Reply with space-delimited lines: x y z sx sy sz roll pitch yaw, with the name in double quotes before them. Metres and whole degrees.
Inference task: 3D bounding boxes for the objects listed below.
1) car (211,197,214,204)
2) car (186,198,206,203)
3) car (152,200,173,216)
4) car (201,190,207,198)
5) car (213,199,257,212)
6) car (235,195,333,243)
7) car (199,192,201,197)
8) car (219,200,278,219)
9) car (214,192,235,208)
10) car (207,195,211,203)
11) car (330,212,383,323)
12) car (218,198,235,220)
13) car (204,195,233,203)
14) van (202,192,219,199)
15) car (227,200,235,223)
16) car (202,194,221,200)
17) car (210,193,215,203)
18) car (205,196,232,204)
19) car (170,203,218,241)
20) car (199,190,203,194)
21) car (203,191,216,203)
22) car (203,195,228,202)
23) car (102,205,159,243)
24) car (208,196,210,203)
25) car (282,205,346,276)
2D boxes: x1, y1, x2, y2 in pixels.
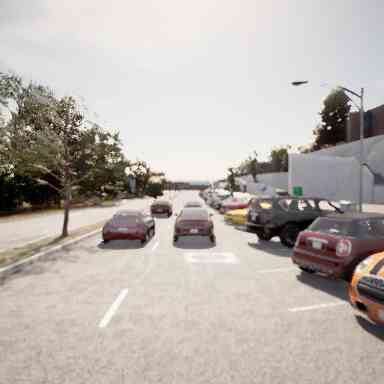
"car" 5.060 1.527 35.860 5.008 1.535 2.097 1 -1 -20
"car" 0.091 1.548 31.823 1.812 1.442 4.674 0 0 0
"car" -2.908 1.502 32.351 1.882 1.535 5.008 0 0 0
"car" 5.041 1.250 59.864 5.566 2.045 2.435 1 1 -20
"car" 5.069 1.578 38.860 4.674 1.452 2.002 1 0 -20
"car" 5.096 1.213 14.871 5.566 2.045 2.435 1 0 -20
"car" 5.036 1.268 83.887 4.792 1.488 2.163 1 1 -20
"car" 5.041 1.529 29.843 4.792 1.488 2.163 1 0 -20
"car" 5.047 1.238 26.841 5.566 2.045 2.435 1 0 -20
"car" 5.091 1.579 47.885 4.792 1.488 2.163 1 0 -20
"car" 5.103 1.347 5.858 4.553 1.767 2.185 1 0 -20
"car" 4.894 1.473 23.788 5.366 1.575 1.946 1 0 -20
"car" 5.235 1.443 65.958 5.366 1.575 1.946 1 0 -20
"van" 5.172 0.910 92.909 4.442 1.987 1.878 1 0 -20
"car" 5.241 1.472 20.922 5.366 1.575 1.946 1 0 -20
"car" 5.056 1.244 86.905 4.674 1.452 2.002 1 0 -20
"car" 5.098 1.421 41.871 4.553 1.767 2.185 1 0 -20
"car" 5.068 1.513 62.886 4.674 1.452 2.002 1 1 -20
"car" 0.093 1.504 16.453 1.812 1.442 4.674 0 0 0
"car" 5.033 1.044 89.876 4.553 1.767 2.185 1 0 -20
"car" 5.094 1.294 50.883 5.566 2.045 2.435 1 0 -20
"car" 5.037 1.407 71.882 4.792 1.488 2.163 1 1 -20
"car" -2.908 1.542 16.014 1.994 1.385 4.181 0 0 0
"car" 5.068 1.594 44.860 4.674 1.452 2.002 1 0 -20
"car" 5.040 1.341 8.844 4.553 1.767 2.185 1 0 -20
